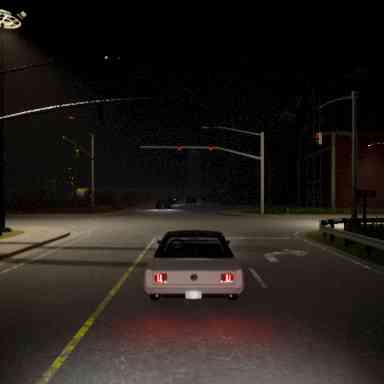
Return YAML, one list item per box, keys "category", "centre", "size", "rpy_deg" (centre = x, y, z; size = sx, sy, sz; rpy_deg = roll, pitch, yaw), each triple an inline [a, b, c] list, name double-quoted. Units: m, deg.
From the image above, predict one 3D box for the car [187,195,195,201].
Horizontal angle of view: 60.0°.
- category: "car"
  centre: [-0.234, 1.438, 80.353]
  size: [2.033, 1.411, 5.357]
  rpy_deg: [0, 0, 0]

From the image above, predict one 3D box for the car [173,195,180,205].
- category: "car"
  centre: [-3.744, 1.350, 58.378]
  size: [2.097, 1.767, 4.553]
  rpy_deg: [0, 0, 0]

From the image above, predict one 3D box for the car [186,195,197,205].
- category: "car"
  centre: [-0.166, 1.502, 57.127]
  size: [1.837, 1.490, 4.892]
  rpy_deg: [0, 0, 0]

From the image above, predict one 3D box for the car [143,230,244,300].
- category: "car"
  centre: [0.043, 1.601, 8.325]
  size: [1.895, 1.301, 4.718]
  rpy_deg: [0, 0, 0]

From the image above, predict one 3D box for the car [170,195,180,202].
- category: "car"
  centre: [-3.714, 1.353, 73.752]
  size: [1.837, 1.490, 4.892]
  rpy_deg: [0, 0, 0]

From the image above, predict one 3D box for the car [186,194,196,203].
- category: "car"
  centre: [-0.207, 1.352, 71.124]
  size: [2.097, 1.767, 4.553]
  rpy_deg: [0, 0, 0]

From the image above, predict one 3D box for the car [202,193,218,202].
- category: "car"
  centre: [3.951, 1.142, 72.909]
  size: [1.905, 1.878, 3.866]
  rpy_deg: [-8, 3, -42]

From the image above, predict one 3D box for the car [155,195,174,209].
- category: "car"
  centre: [-3.725, 1.521, 44.524]
  size: [1.812, 1.442, 4.674]
  rpy_deg: [0, 0, 0]
